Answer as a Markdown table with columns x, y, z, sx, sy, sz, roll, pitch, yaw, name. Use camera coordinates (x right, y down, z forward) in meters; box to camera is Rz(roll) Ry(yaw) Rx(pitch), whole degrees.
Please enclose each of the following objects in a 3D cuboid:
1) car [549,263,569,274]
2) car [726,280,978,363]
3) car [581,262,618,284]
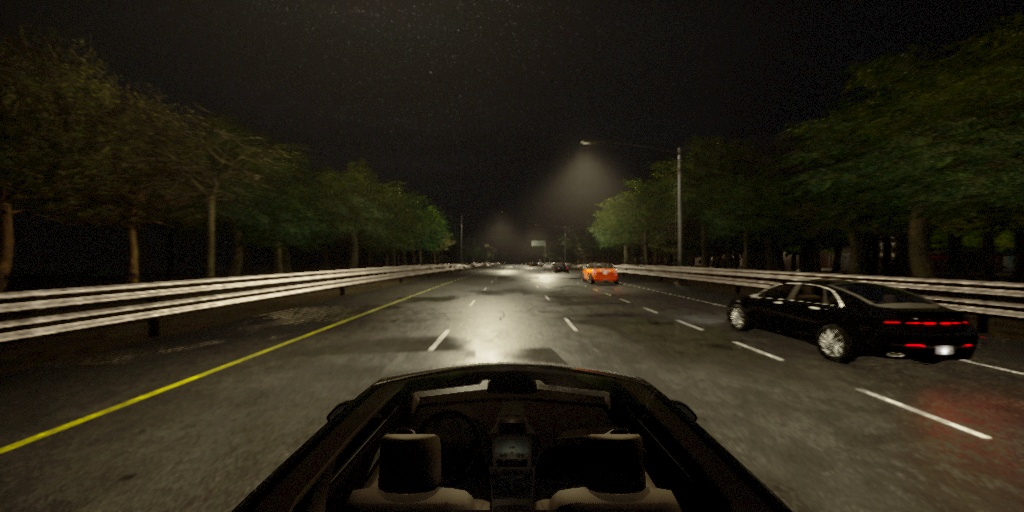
| x | y | z | sx | sy | sz | roll | pitch | yaw | name |
| --- | --- | --- | --- | --- | --- | --- | --- | --- | --- |
| 7.116 | 1.826 | 52.511 | 2.033 | 1.411 | 5.357 | 0 | -1 | 0 | car |
| 7.000 | 1.288 | 8.226 | 1.837 | 1.490 | 4.892 | 0 | 0 | 0 | car |
| 7.028 | 1.303 | 29.112 | 2.097 | 1.767 | 4.553 | 0 | -1 | 0 | car |
